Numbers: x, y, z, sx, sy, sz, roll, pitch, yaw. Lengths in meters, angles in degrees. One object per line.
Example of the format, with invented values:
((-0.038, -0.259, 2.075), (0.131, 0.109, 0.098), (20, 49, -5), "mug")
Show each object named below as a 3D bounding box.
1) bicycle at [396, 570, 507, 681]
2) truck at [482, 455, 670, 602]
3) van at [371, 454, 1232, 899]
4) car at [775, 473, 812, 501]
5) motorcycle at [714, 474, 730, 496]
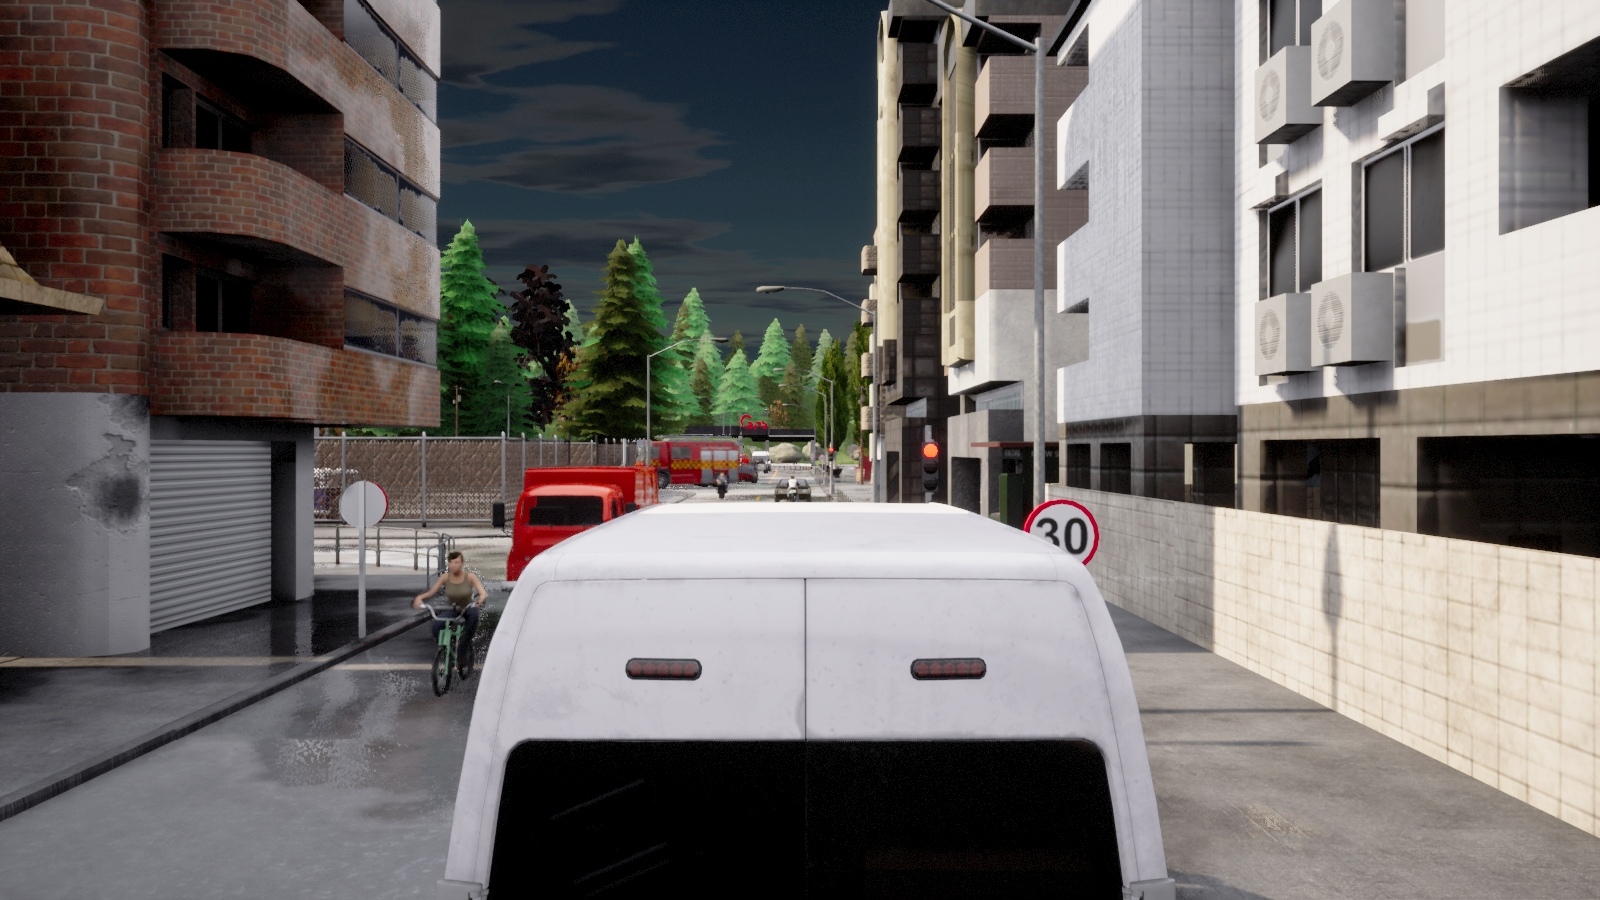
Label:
((-4.065, 2.031, 13.436), (0.859, 1.080, 1.487), (0, 0, -1), "bicycle")
((-4.102, 1.339, 22.016), (2.627, 2.467, 5.204), (0, 0, 0), "truck")
((-0.009, 1.312, 5.597), (1.988, 2.561, 5.915), (0, 0, 0), "van")
((-0.339, 1.912, 60.159), (1.895, 1.301, 4.718), (0, 0, 0), "car")
((-4.422, 1.968, 64.653), (0.803, 1.145, 2.033), (0, 0, 0), "motorcycle")
